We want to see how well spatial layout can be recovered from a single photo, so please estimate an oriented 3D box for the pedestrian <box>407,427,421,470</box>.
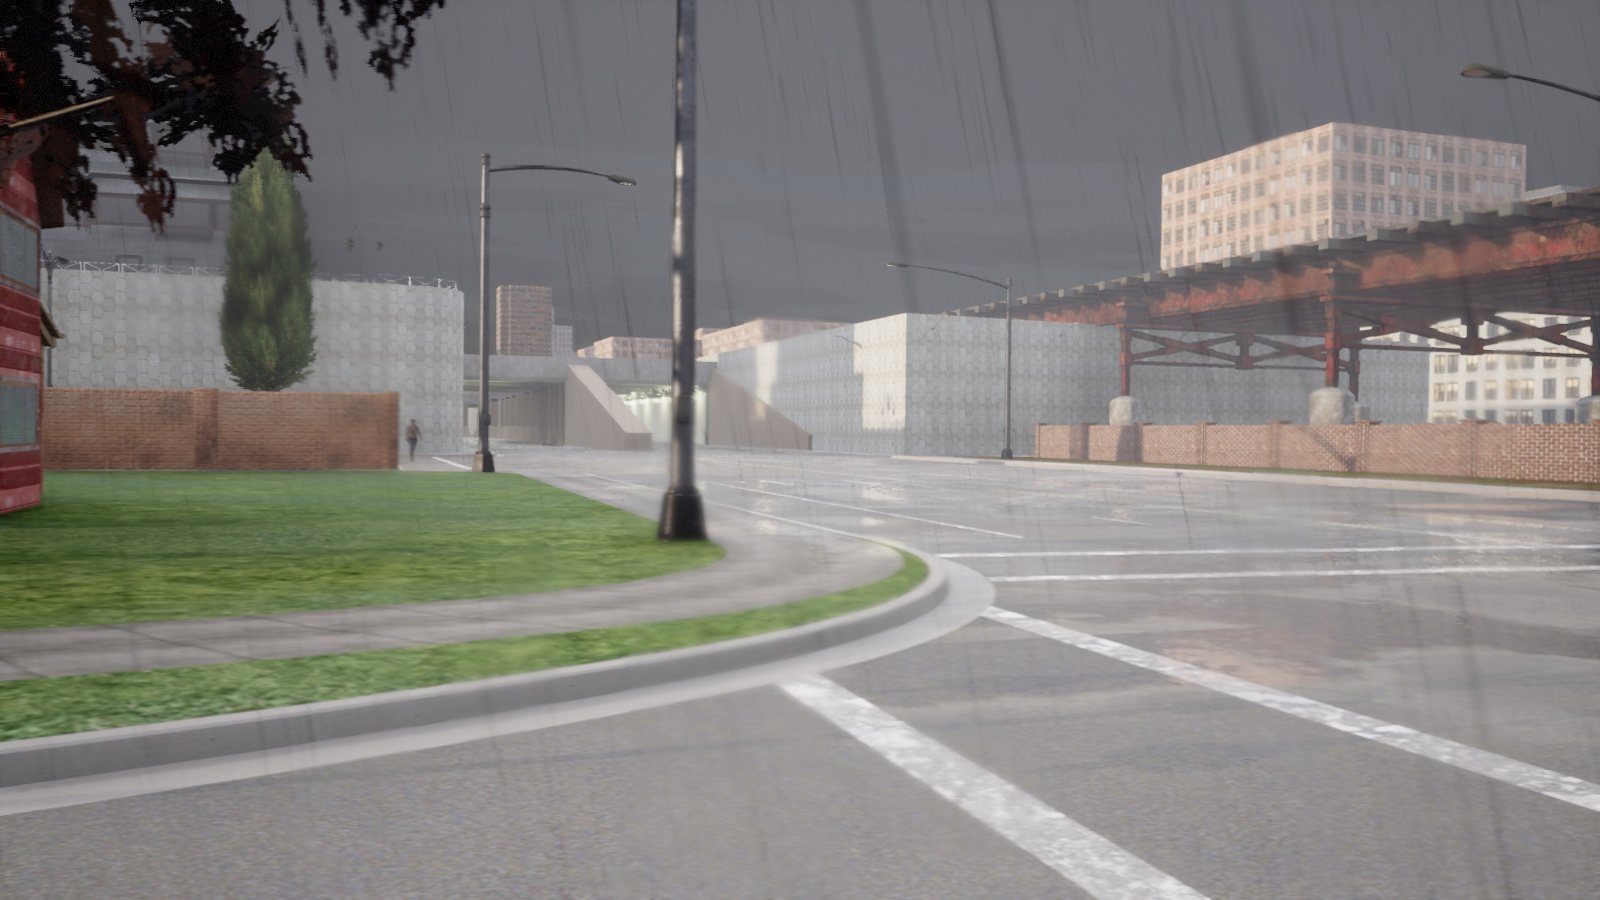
[{"bbox_3d":[-16.278,-0.066,52.950,0.328,1.805,0.869,-1,1,-30],"label":"pedestrian"}]
